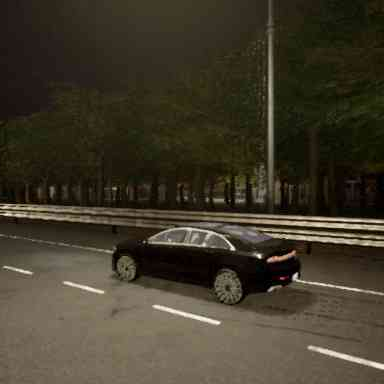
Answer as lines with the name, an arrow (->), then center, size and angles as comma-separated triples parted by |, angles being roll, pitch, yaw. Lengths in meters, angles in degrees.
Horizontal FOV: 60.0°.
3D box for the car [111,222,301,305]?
car -> 0.097, 1.492, 8.099 | 4.902, 1.511, 2.128 | 0, 0, 35
